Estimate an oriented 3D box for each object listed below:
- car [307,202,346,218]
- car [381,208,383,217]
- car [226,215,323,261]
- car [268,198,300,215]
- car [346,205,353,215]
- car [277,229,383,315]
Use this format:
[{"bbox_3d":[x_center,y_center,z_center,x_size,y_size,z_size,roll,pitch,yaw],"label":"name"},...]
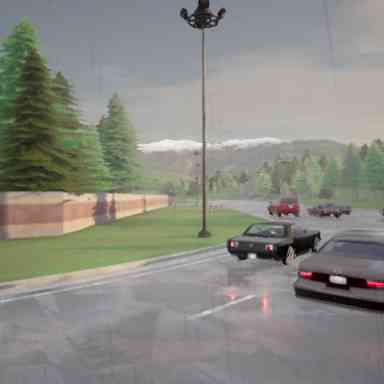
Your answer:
[{"bbox_3d":[13.241,1.932,33.560,1.895,1.301,4.718,-1,-1,1],"label":"car"},{"bbox_3d":[19.971,1.812,31.942,1.994,1.385,4.181,-1,-1,3],"label":"car"},{"bbox_3d":[3.228,1.740,12.272,1.895,1.301,4.718,-1,-1,37],"label":"car"},{"bbox_3d":[9.781,1.611,35.632,2.150,2.045,5.566,0,-1,-1],"label":"car"},{"bbox_3d":[16.755,1.918,38.975,2.033,1.411,5.357,-1,-1,-1],"label":"car"},{"bbox_3d":[4.191,1.619,7.839,2.033,1.411,5.357,-1,-1,40],"label":"car"}]
